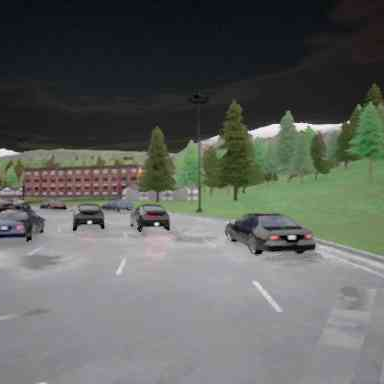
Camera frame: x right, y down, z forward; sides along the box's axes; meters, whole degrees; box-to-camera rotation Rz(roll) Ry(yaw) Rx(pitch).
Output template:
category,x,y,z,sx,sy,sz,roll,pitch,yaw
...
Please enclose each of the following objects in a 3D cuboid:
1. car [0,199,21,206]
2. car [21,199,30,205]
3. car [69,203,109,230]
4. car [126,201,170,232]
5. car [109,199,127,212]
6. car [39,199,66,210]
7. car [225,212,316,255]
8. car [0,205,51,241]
category,x,y,z,sx,sy,sz,roll,pitch,yaw
car,-20.703,1.613,36.071,4.892,1.490,1.837,0,0,44
car,-21.968,1.635,41.674,4.674,1.442,1.812,0,0,38
car,-6.816,1.528,21.662,1.837,1.490,4.892,1,-1,-21
car,-2.681,1.500,20.467,1.837,1.490,4.892,1,0,-18
car,-8.558,1.564,38.603,2.033,1.411,5.357,0,0,-39
car,-18.250,1.645,43.434,4.181,1.385,1.994,0,0,40
car,2.807,1.512,13.165,2.033,1.411,5.357,0,0,-9
car,-8.640,1.590,16.575,2.033,1.411,5.357,0,0,-15
